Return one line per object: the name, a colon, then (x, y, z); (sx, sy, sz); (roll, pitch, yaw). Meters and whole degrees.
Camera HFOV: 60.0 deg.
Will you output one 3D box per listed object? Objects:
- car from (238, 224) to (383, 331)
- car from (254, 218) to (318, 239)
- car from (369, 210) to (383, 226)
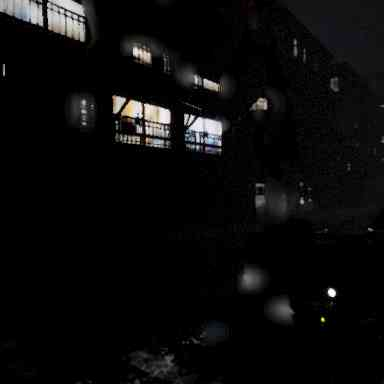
car: (2.912, 1.633, 7.221); (1.895, 1.301, 4.718); (-1, -1, 39)
car: (3.772, 1.652, 12.395); (1.802, 1.307, 4.206); (-2, -1, 39)
car: (9.260, 1.533, 15.089); (1.812, 1.442, 4.674); (-1, -1, 38)
